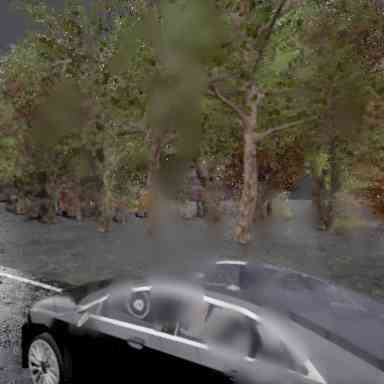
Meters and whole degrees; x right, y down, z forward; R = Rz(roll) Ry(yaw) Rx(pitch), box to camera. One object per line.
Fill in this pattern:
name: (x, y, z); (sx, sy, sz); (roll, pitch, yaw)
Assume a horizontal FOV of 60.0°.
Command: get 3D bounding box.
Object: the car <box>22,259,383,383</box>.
car: (0.073, 1.511, 3.514); (4.902, 1.511, 2.128); (-1, 0, 36)
